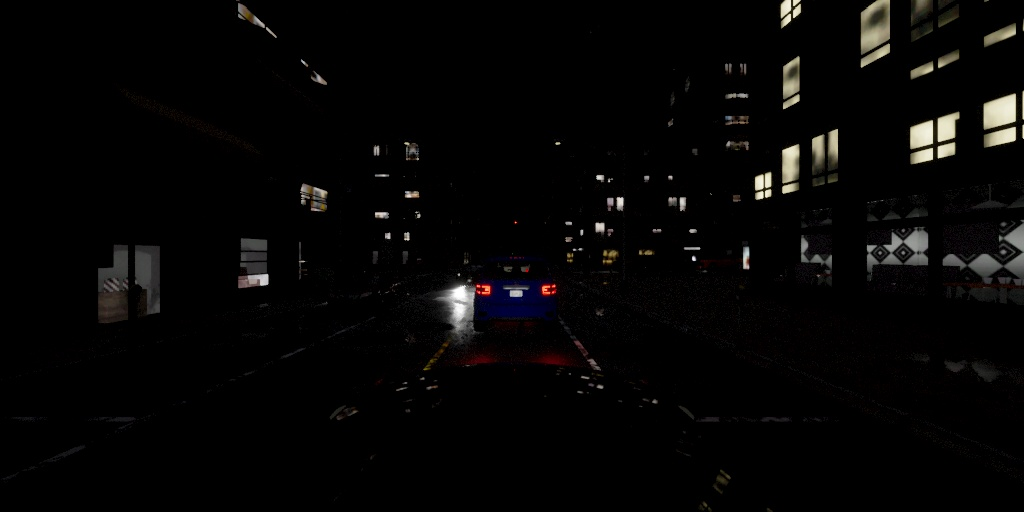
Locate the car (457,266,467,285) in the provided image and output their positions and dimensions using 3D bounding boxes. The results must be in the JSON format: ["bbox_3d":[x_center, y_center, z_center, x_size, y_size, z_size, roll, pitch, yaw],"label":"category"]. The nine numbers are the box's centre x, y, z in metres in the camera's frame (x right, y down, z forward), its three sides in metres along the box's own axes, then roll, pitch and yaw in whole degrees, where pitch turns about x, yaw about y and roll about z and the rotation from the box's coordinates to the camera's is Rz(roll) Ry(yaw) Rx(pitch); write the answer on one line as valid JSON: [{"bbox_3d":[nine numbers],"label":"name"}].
[{"bbox_3d":[-2.885,1.350,26.261,1.895,1.301,4.718,0,0,-1],"label":"car"}]

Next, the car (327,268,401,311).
[{"bbox_3d":[-5.734,1.332,14.468,1.802,1.307,4.207,0,0,0],"label":"car"}]

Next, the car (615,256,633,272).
[{"bbox_3d":[14.435,0.983,40.208,4.674,1.442,1.812,-1,0,-1],"label":"car"}]

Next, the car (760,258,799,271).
[{"bbox_3d":[25.819,0.822,34.531,4.313,1.339,1.948,0,0,0],"label":"car"}]

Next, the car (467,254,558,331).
[{"bbox_3d":[0.103,0.971,11.062,2.150,2.045,5.566,0,0,0],"label":"car"}]

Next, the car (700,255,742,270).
[{"bbox_3d":[23.400,0.642,40.301,4.553,1.767,2.097,-1,0,-1],"label":"car"}]

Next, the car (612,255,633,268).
[{"bbox_3d":[14.594,0.764,42.819,5.009,1.841,2.192,0,0,0],"label":"car"}]

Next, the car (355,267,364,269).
[{"bbox_3d":[-17.131,1.551,36.770,4.892,1.490,1.837,-1,0,-1],"label":"car"}]

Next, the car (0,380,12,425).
[{"bbox_3d":[-5.689,1.300,1.551,2.007,1.370,4.403,0,0,0],"label":"car"}]

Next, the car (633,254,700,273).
[{"bbox_3d":[14.725,0.778,34.439,5.009,1.841,2.192,0,0,0],"label":"car"}]
